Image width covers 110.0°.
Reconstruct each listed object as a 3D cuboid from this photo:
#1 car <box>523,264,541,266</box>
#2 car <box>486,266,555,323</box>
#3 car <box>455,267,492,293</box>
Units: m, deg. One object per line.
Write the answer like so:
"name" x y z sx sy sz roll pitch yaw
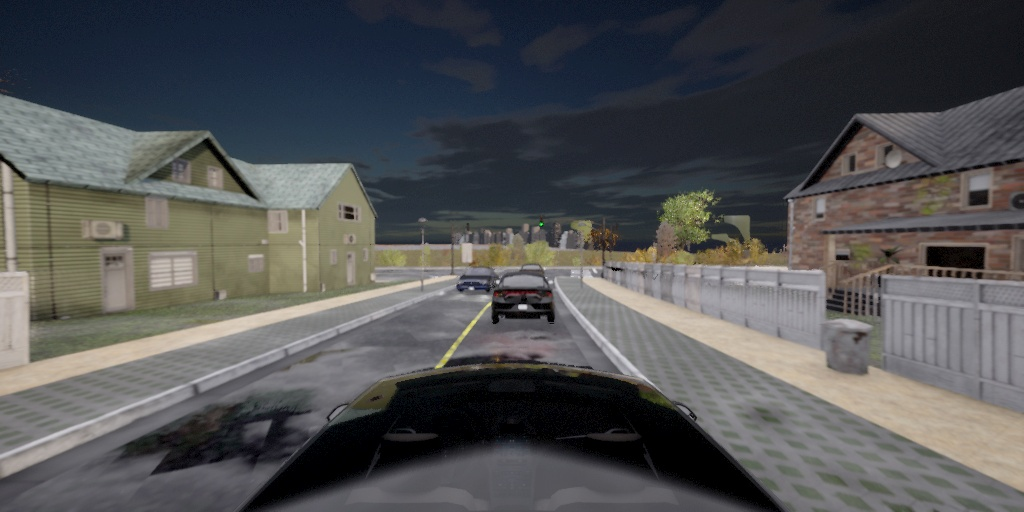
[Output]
"car" 1.560 1.325 27.360 1.882 1.535 5.008 0 0 7
"car" 0.419 1.261 12.320 1.882 1.535 5.008 0 0 3
"car" -1.923 1.358 21.619 2.033 1.411 5.357 0 0 5
